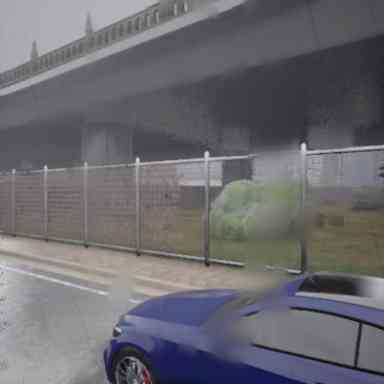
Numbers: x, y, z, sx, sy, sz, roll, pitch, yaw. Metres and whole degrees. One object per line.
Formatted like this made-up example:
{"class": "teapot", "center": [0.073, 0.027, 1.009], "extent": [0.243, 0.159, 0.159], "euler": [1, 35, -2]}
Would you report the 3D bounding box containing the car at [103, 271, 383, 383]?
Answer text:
{"class": "car", "center": [1.205, 1.528, 3.133], "extent": [4.674, 1.442, 1.812], "euler": [0, 0, 35]}
